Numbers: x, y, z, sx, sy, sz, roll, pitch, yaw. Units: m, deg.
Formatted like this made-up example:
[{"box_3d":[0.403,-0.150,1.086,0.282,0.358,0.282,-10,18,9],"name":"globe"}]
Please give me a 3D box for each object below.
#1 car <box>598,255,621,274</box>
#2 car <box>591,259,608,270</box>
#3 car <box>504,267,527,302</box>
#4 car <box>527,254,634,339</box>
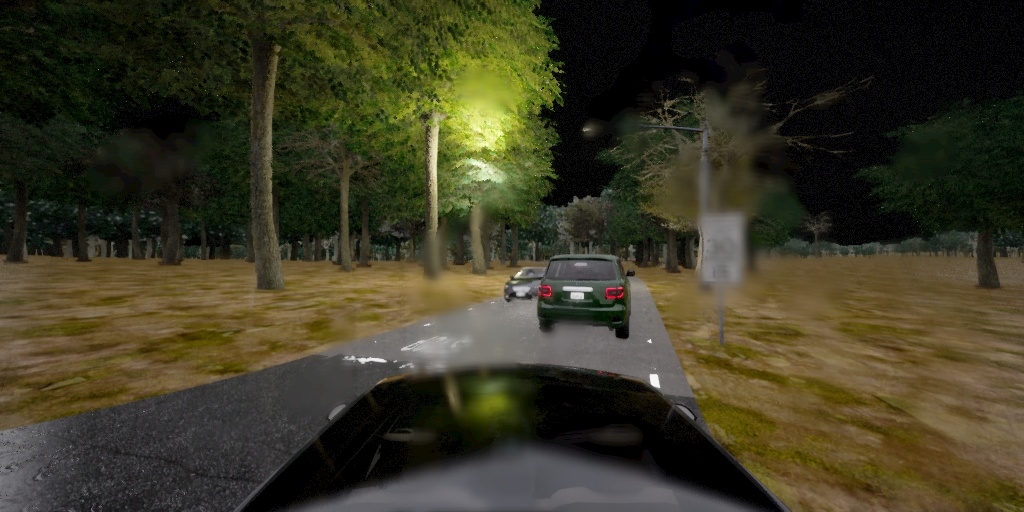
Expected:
[{"box_3d":[11.404,0.946,42.291,2.150,2.045,5.566,0,0,11],"name":"car"},{"box_3d":[12.819,1.185,52.697,1.812,1.442,4.674,-1,1,6],"name":"car"},{"box_3d":[1.113,1.256,16.636,2.128,1.511,4.902,0,0,19],"name":"car"},{"box_3d":[2.312,0.976,10.464,2.150,2.045,5.566,0,0,19],"name":"car"}]
